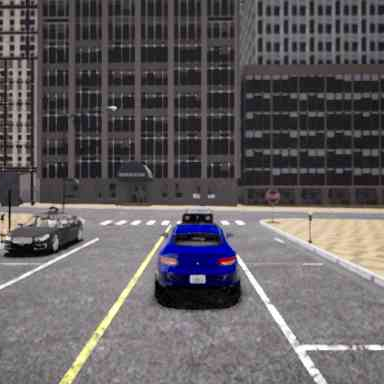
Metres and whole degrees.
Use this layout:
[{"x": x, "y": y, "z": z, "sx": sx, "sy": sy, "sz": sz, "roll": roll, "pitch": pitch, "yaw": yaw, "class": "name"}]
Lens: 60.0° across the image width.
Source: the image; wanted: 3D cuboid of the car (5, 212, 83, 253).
[{"x": -5.752, "y": 1.523, "z": 13.439, "sx": 2.008, "sy": 1.369, "sz": 4.403, "roll": 1, "pitch": 0, "yaw": 0, "class": "car"}]

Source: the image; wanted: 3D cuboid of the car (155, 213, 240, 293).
[{"x": 0.142, "y": 1.508, "z": 8.682, "sx": 1.812, "sy": 1.442, "sz": 4.674, "roll": 0, "pitch": 0, "yaw": 1, "class": "car"}]

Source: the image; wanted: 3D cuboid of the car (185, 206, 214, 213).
[{"x": 0.507, "y": 1.556, "z": 21.837, "sx": 1.895, "sy": 1.301, "sz": 4.718, "roll": 0, "pitch": 0, "yaw": 4, "class": "car"}]
